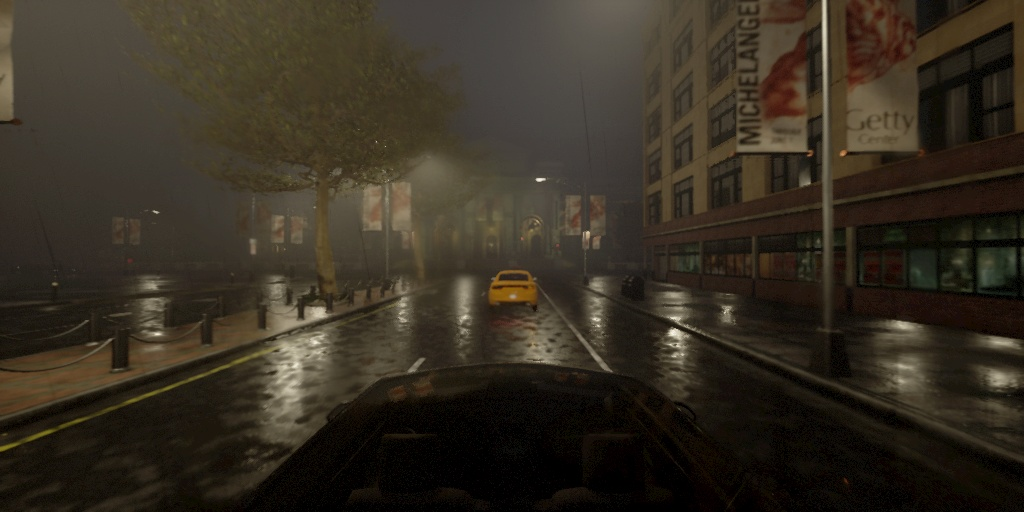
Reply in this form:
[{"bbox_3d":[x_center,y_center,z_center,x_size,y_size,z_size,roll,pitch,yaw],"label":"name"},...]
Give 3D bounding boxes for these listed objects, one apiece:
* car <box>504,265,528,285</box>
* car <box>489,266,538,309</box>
[{"bbox_3d":[0.391,1.566,30.390,1.812,1.442,4.674,0,0,4],"label":"car"},{"bbox_3d":[0.100,1.370,15.748,1.882,1.535,5.008,0,0,1],"label":"car"}]
